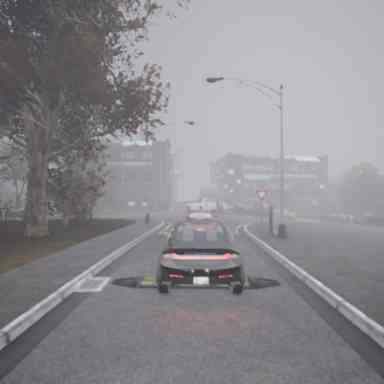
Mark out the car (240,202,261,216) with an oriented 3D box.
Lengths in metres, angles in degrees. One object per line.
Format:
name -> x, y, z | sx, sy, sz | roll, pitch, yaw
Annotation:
car -> 7.127, 2.414, 48.086 | 2.185, 1.767, 4.553 | 6, -3, -31

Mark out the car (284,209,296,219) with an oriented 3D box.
car -> 12.940, 3.100, 49.434 | 1.946, 1.575, 5.366 | 6, -3, -31

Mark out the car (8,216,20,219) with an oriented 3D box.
car -> -22.075, 2.721, 42.669 | 4.674, 1.442, 1.812 | -3, -2, 33

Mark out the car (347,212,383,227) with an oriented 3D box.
car -> 25.159, 3.821, 46.239 | 5.566, 2.045, 2.150 | 5, -2, -11

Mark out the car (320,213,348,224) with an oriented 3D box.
car -> 21.891, 3.986, 50.947 | 2.002, 1.452, 4.674 | 6, -3, -30

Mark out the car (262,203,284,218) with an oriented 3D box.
car -> 10.116, 2.573, 48.688 | 2.435, 2.045, 5.566 | 7, -3, -31

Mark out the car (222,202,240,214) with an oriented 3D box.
car -> 4.162, 2.171, 47.543 | 2.185, 1.767, 4.553 | 4, -3, -32

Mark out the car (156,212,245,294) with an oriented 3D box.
car -> 0.206, 1.479, 8.692 | 2.128, 1.511, 4.902 | 0, -1, 1

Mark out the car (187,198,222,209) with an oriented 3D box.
car -> 1.290, 1.887, 46.910 | 2.435, 2.045, 5.566 | 1, -2, -31

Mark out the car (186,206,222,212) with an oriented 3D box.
car -> 0.436, 1.662, 17.928 | 1.812, 1.442, 4.674 | 0, -1, 2
